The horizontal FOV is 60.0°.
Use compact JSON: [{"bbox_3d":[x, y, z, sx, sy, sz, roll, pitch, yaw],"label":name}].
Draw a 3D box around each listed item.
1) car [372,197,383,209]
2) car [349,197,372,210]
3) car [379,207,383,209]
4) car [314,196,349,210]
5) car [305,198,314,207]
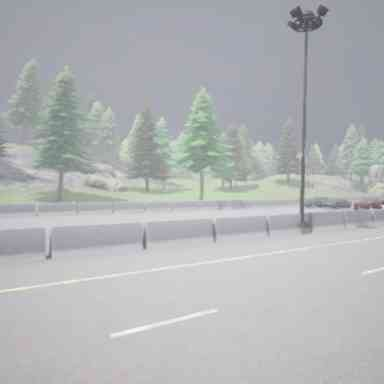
[{"bbox_3d":[22.335,1.445,36.501,4.902,1.511,2.128,0,1,-35],"label":"car"},{"bbox_3d":[21.510,1.397,40.179,5.008,1.535,1.882,-1,1,-35],"label":"car"},{"bbox_3d":[11.365,1.566,15.889,4.902,1.511,2.128,0,0,-35],"label":"car"},{"bbox_3d":[18.312,1.454,42.232,5.357,1.411,2.033,0,1,-35],"label":"car"},{"bbox_3d":[17.787,1.376,46.106,4.892,1.490,1.837,0,0,-34],"label":"car"}]
